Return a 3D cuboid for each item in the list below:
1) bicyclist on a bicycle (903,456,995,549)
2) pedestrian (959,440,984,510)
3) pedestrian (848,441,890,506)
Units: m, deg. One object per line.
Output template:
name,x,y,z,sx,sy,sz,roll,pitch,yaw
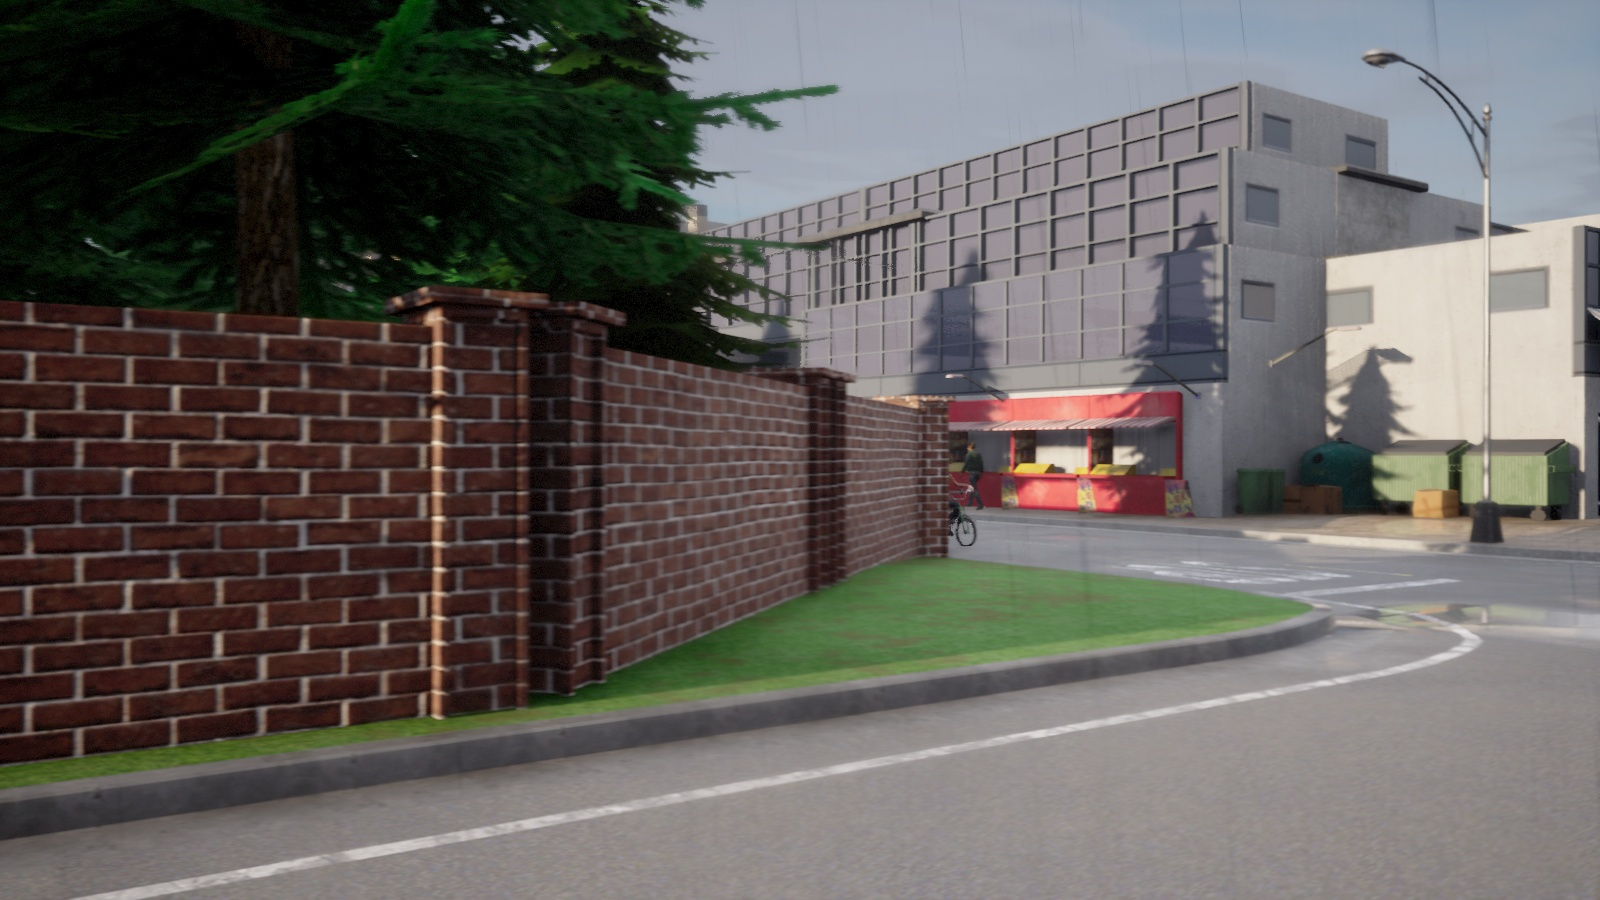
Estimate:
bicyclist on a bicycle,2.664,0.907,22.520,0.866,1.612,1.509,0,0,-34
pedestrian,4.561,0.654,33.404,0.353,1.847,0.614,0,0,-35
pedestrian,1.994,0.667,36.474,0.874,1.855,0.900,0,0,-25
